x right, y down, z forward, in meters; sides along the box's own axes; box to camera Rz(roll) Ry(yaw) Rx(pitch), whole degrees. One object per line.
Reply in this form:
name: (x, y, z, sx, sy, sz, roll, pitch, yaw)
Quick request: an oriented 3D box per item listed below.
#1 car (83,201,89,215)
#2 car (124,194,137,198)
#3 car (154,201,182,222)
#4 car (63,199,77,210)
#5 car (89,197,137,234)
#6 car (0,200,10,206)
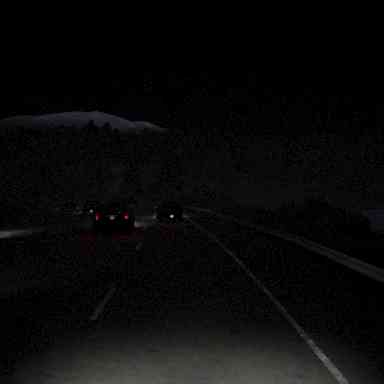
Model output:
car: (-10.960, 1.690, 36.726, 1.837, 1.490, 4.892, 0, 0, -14)
car: (-12.012, 1.432, 63.416, 2.150, 2.045, 5.566, 0, 0, -24)
car: (-1.940, 1.546, 27.168, 1.837, 1.490, 4.892, 0, 0, -10)
car: (-18.288, 1.828, 49.757, 1.812, 1.442, 4.674, 0, 0, -20)
car: (-4.610, 1.431, 20.180, 2.097, 1.767, 4.553, -1, 0, -7)
car: (-32.750, 2.068, 57.506, 2.033, 1.411, 5.357, -1, 0, -23)
